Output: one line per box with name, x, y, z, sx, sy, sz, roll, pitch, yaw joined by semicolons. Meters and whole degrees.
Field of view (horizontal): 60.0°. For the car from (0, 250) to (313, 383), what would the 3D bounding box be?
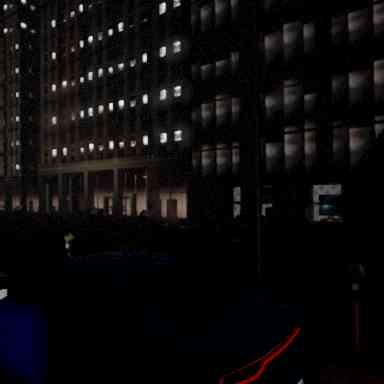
car;-1.126;1.505;4.232;5.008;1.535;1.882;-1;0;36
